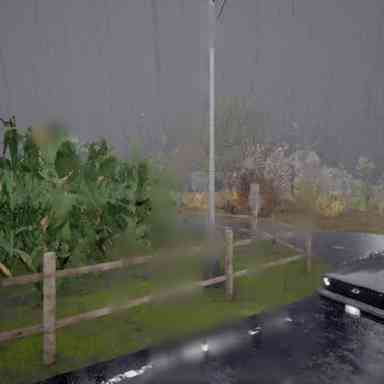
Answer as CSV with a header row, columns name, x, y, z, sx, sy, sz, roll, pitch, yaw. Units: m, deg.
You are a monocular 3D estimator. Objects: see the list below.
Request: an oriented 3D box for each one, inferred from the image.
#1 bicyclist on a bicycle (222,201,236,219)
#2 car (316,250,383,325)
name,x,y,z,sx,sy,sz,roll,pitch,yaw
bicyclist on a bicycle,3.329,1.596,29.619,1.656,1.620,0.582,0,0,-35
car,5.075,1.547,6.484,5.357,1.411,2.033,0,0,-23
